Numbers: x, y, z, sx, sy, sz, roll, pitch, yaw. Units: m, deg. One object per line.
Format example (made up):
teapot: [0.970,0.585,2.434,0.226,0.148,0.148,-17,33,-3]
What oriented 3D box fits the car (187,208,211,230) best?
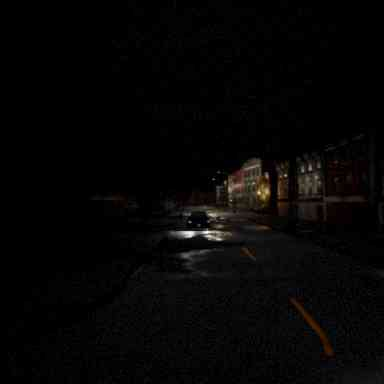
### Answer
car: [0.587,2.348,27.801,1.812,1.442,4.674,-1,-2,1]
